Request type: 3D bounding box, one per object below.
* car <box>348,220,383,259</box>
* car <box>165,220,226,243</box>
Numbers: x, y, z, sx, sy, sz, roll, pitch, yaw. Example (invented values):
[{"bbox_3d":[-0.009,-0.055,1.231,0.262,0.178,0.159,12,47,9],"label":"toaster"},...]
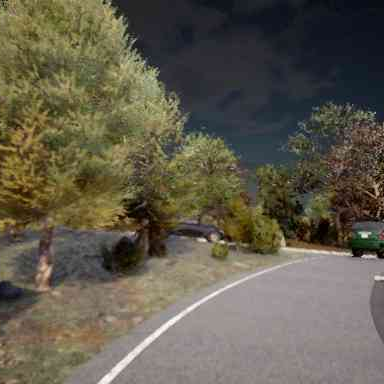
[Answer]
[{"bbox_3d":[11.002,2.763,18.825,5.566,2.045,2.150,11,-11,-38],"label":"car"},{"bbox_3d":[-0.274,2.147,19.902,4.674,1.442,1.812,7,-7,-5],"label":"car"}]
